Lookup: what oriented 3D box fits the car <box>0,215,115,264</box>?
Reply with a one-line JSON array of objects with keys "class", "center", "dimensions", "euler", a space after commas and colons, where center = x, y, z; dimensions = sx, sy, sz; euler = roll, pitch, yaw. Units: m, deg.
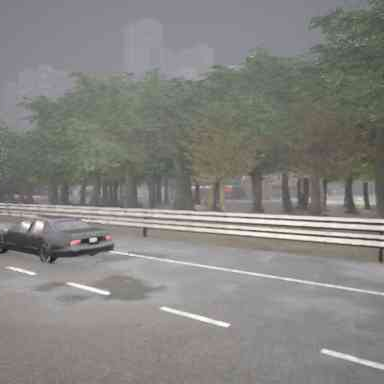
[{"class": "car", "center": [-5.120, 1.544, 11.831], "dimensions": [5.357, 1.411, 2.033], "euler": [0, 0, 36]}]
